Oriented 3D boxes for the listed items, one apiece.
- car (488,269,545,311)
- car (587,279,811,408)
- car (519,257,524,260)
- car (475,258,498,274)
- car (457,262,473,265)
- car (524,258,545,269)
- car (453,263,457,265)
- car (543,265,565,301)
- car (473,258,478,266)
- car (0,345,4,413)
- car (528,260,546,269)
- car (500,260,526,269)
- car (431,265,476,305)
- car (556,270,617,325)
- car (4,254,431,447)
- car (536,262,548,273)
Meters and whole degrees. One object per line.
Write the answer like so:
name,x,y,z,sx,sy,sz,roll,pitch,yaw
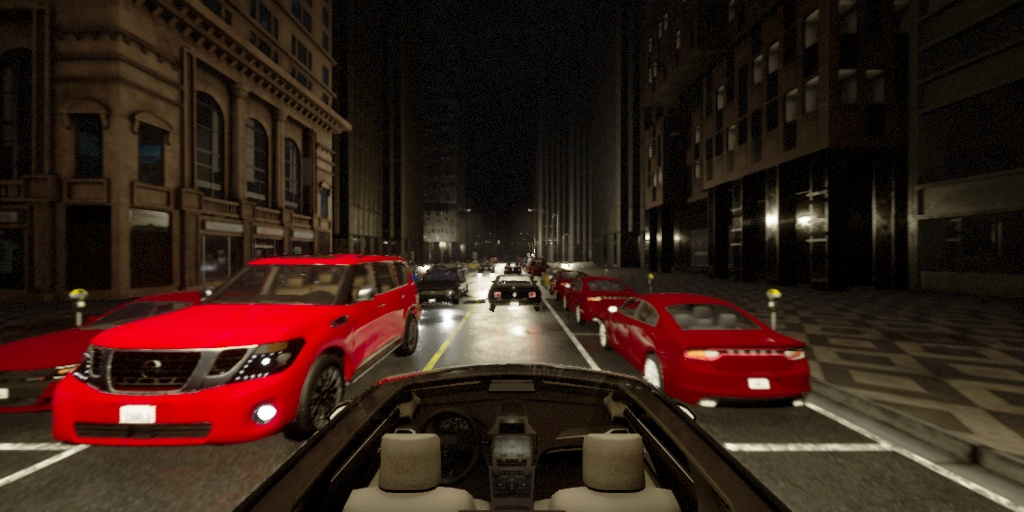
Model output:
car,0.097,1.380,14.650,1.895,1.301,4.718,0,0,0
car,2.777,1.305,6.260,1.888,1.381,4.507,0,0,0
car,2.744,1.329,61.514,1.967,1.591,4.097,0,0,0
car,-3.033,1.356,44.162,1.837,1.490,4.892,0,-1,0
car,-5.785,1.387,39.424,2.007,1.370,4.403,0,0,0
car,2.758,1.151,39.412,2.192,1.841,5.009,0,0,0
car,-5.783,1.393,28.375,1.802,1.307,4.207,0,0,0
car,2.771,1.330,17.311,1.888,1.381,4.507,0,0,0
car,-5.788,1.402,55.829,1.751,1.417,4.829,0,0,0
car,-5.778,1.305,6.275,1.888,1.381,4.507,0,0,0
car,2.761,1.369,33.887,1.888,1.381,4.507,0,0,0
car,0.085,1.378,36.772,2.033,1.411,5.357,0,0,0
car,-3.091,1.331,16.569,2.033,1.411,5.357,0,0,0
car,2.774,1.317,11.785,1.888,1.381,4.507,0,0,0
car,-3.089,0.981,5.748,2.150,2.045,5.566,0,0,1
car,2.767,1.323,23.006,1.751,1.417,4.829,0,0,0
